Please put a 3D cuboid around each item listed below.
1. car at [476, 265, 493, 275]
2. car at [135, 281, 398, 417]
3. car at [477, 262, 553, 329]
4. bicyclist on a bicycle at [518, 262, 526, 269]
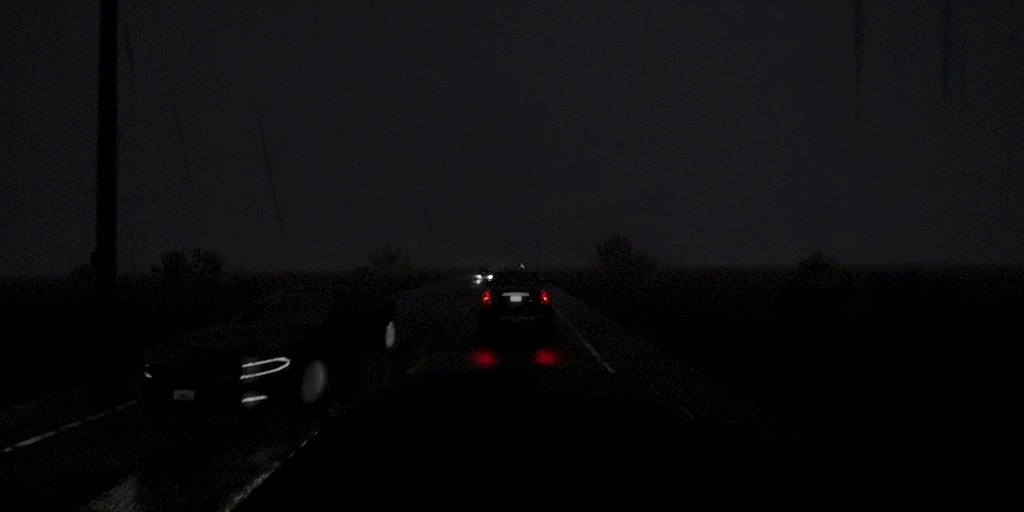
[{"bbox_3d":[-3.555,1.814,47.470,1.895,1.301,4.718,0,-1,0],"label":"car"},{"bbox_3d":[-3.596,1.275,6.433,1.882,1.535,5.008,0,-1,0],"label":"car"},{"bbox_3d":[0.108,1.202,11.830,2.097,1.767,4.553,0,-1,0],"label":"car"},{"bbox_3d":[0.992,1.535,36.255,0.866,1.612,1.509,0,-2,0],"label":"bicyclist on a bicycle"}]
